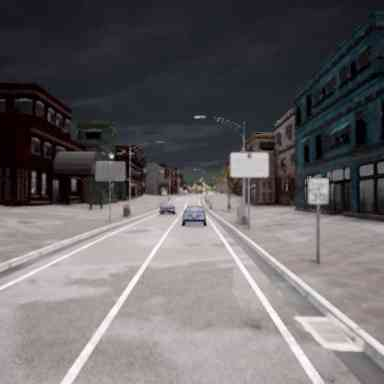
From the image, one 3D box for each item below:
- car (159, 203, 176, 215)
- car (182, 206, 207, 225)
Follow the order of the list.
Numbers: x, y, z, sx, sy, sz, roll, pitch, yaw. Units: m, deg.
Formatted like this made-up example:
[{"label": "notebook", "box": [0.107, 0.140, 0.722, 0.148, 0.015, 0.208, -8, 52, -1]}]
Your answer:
[{"label": "car", "box": [-2.967, 2.081, 41.232, 2.033, 1.411, 5.357, 0, -1, 0]}, {"label": "car", "box": [0.184, 1.786, 26.080, 2.033, 1.411, 5.357, 0, -1, 0]}]
